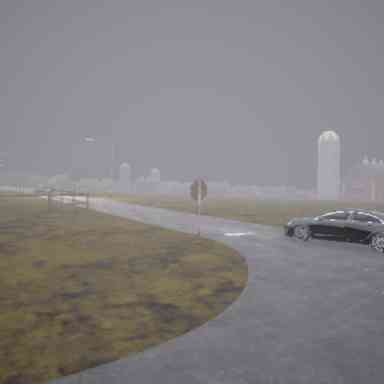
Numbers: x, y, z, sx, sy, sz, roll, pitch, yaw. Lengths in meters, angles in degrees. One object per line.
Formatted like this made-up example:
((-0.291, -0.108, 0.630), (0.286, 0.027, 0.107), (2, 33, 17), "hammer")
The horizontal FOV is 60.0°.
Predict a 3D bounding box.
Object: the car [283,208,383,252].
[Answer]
((6.255, 1.408, 13.543), (4.902, 1.511, 2.128), (3, 3, 36), "car")

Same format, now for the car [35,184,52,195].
((-21.226, -0.403, 47.959), (2.128, 1.511, 4.902), (2, 1, -35), "car")
